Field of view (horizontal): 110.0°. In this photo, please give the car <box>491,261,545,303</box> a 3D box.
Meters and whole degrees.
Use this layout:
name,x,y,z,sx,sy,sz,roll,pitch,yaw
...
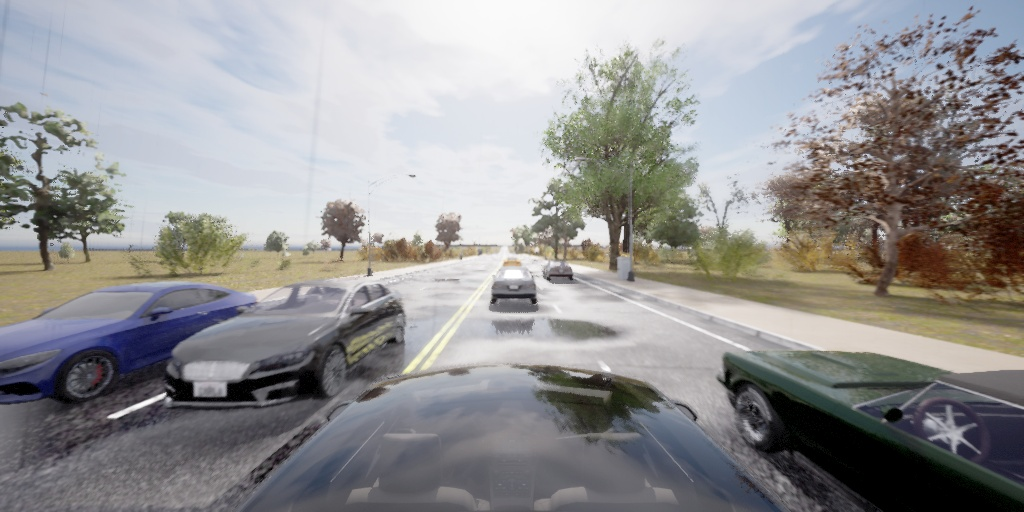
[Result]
name,x,y,z,sx,sy,sz,roll,pitch,yaw
car,0.072,1.137,15.447,2.033,1.411,5.357,0,1,0

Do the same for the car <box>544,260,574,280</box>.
name,x,y,z,sx,sy,sz,roll,pitch,yaw
car,3.310,1.003,26.584,2.033,1.411,5.357,0,1,0

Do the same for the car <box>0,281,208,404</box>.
name,x,y,z,sx,sy,sz,roll,pitch,yaw
car,-6.591,1.223,6.372,1.812,1.442,4.674,0,1,0

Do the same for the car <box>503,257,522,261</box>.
name,x,y,z,sx,sy,sz,roll,pitch,yaw
car,0.034,0.797,37.786,1.882,1.535,5.008,0,1,0

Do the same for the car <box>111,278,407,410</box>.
name,x,y,z,sx,sy,sz,roll,pitch,yaw
car,-3.340,1.187,6.420,2.128,1.511,4.902,0,1,0

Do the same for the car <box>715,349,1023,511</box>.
name,x,y,z,sx,sy,sz,roll,pitch,yaw
car,3.352,1.346,2.126,1.895,1.301,4.718,0,1,0
